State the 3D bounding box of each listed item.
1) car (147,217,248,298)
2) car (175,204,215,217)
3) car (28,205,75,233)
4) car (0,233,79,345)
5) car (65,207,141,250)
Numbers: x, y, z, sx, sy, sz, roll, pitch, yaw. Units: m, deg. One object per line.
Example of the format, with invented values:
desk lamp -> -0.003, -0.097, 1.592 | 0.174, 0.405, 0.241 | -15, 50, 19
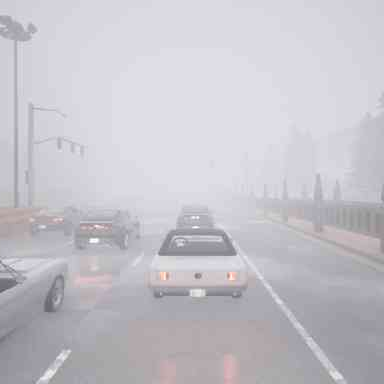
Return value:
car -> 0.123, 1.550, 8.326 | 1.895, 1.301, 4.718 | 0, 0, 0
car -> 0.171, 1.386, 17.586 | 1.837, 1.490, 4.892 | 0, 0, 0
car -> -6.858, 1.408, 17.487 | 1.812, 1.442, 4.674 | 0, 0, -1
car -> -3.389, 1.577, 4.634 | 1.895, 1.301, 4.718 | 0, 0, 0
car -> -3.349, 1.413, 13.861 | 1.837, 1.490, 4.892 | 0, 0, 0
